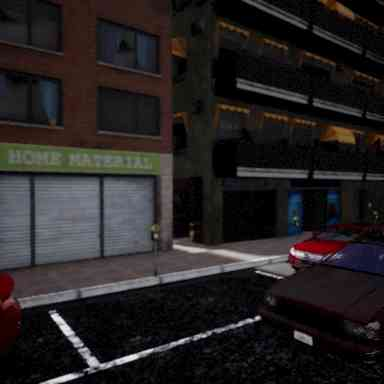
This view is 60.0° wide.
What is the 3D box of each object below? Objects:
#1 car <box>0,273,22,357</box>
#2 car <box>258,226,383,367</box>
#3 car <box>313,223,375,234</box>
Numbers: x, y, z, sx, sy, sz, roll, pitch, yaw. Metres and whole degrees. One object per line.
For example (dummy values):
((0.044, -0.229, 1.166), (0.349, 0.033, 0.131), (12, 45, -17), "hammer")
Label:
((-4.319, 1.542, 3.487), (4.507, 1.381, 1.887), (0, -1, -35), "car")
((3.648, 1.558, 5.979), (5.357, 1.411, 2.033), (0, 0, -35), "car")
((4.675, 1.598, 9.901), (4.206, 1.307, 1.802), (0, -1, -35), "car")
